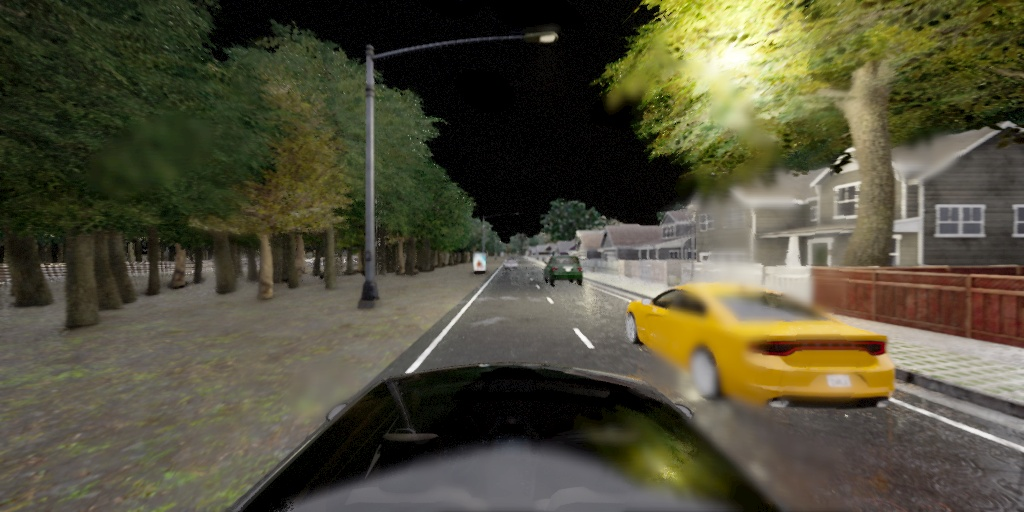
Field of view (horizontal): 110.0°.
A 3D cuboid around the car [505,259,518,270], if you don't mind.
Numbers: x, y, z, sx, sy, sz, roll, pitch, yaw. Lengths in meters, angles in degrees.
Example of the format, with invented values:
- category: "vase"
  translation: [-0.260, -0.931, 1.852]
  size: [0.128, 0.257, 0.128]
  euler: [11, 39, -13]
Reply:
- category: "car"
  translation: [-0.101, 1.350, 53.178]
  size: [1.895, 1.301, 4.718]
  euler: [0, 0, 1]

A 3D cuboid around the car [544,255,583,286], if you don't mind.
- category: "car"
  translation: [3.522, 0.964, 25.204]
  size: [2.150, 2.045, 5.566]
  euler: [0, 0, 0]

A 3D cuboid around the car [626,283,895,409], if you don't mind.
- category: "car"
  translation: [3.578, 1.221, 6.392]
  size: [1.882, 1.535, 5.008]
  euler: [0, 0, 0]

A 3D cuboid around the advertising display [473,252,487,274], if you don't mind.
- category: "advertising display"
  translation: [-3.633, 0.785, 40.497]
  size: [1.540, 2.440, 0.280]
  euler: [0, 0, 0]
